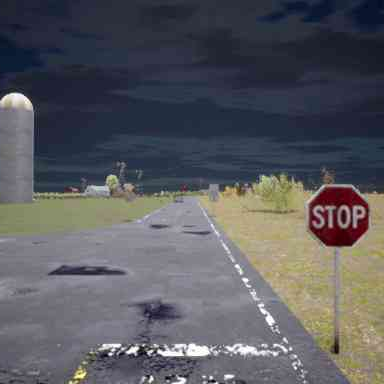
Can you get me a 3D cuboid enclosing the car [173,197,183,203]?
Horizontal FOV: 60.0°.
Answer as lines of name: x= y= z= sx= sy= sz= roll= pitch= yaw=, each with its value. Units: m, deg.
car: x=-2.794 y=1.613 z=68.105 sx=1.994 sy=1.385 sz=4.181 roll=0 pitch=0 yaw=0
